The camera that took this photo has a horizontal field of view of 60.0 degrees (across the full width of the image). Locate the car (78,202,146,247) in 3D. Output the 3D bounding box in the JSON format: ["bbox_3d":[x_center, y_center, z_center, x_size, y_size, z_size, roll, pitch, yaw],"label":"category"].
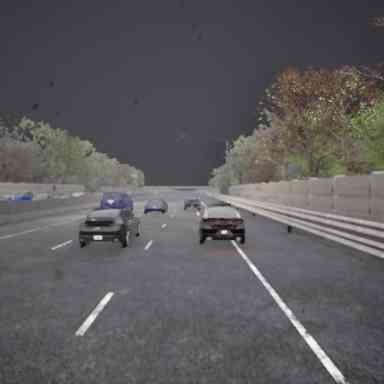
[{"bbox_3d":[-3.397,1.386,14.419,1.837,1.490,4.892,0,0,0],"label":"car"}]

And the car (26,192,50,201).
[{"bbox_3d":[-21.063,1.145,47.119,1.837,1.490,4.892,0,0,0],"label":"car"}]

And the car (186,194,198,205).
[{"bbox_3d":[0.009,1.119,50.094,1.837,1.490,4.892,0,0,0],"label":"car"}]

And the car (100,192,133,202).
[{"bbox_3d":[-6.899,0.979,30.859,2.150,2.045,5.566,0,0,0],"label":"car"}]

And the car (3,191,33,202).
[{"bbox_3d":[-24.557,0.858,47.535,2.150,2.045,5.566,0,0,0],"label":"car"}]

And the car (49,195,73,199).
[{"bbox_3d":[-17.571,1.209,46.161,1.994,1.385,4.181,0,0,0],"label":"car"}]

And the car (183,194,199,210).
[{"bbox_3d":[0.041,1.211,37.764,1.837,1.490,4.892,0,1,1],"label":"car"}]

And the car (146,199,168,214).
[{"bbox_3d":[-3.392,1.312,32.149,1.994,1.385,4.181,0,0,0],"label":"car"}]

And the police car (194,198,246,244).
[{"bbox_3d":[1.228,1.300,15.292,1.930,1.638,5.238,0,0,0],"label":"police car"}]
